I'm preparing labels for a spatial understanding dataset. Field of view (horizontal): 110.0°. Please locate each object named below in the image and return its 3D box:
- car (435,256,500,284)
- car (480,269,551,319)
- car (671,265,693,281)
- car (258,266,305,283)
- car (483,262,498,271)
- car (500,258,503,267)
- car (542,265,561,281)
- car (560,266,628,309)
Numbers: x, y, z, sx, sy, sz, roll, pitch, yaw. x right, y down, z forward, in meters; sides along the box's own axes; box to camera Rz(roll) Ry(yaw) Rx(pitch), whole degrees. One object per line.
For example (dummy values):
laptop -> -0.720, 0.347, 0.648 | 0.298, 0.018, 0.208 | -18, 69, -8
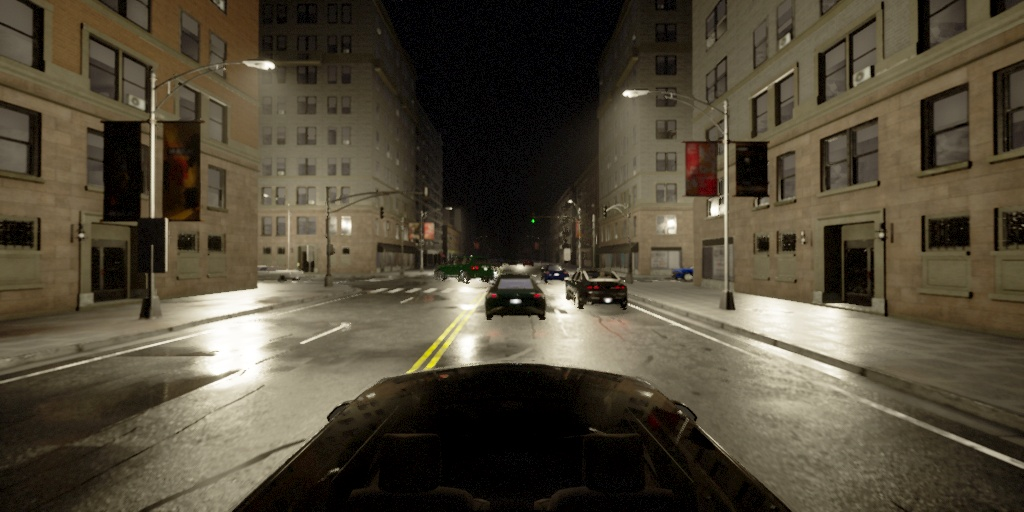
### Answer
car -> -3.814, 1.046, 28.125 | 2.150, 2.045, 5.566 | 2, -2, -44
car -> 0.118, 1.347, 12.880 | 1.994, 1.385, 4.181 | 0, 0, 0
car -> 16.467, 1.367, 31.131 | 5.008, 1.535, 1.882 | 0, 0, 1
car -> -19.121, 1.406, 28.401 | 4.718, 1.301, 1.895 | 0, 0, 3
car -> -3.217, 1.508, 53.866 | 1.895, 1.301, 4.718 | 0, 0, 0
car -> -3.132, 1.499, 63.900 | 1.994, 1.385, 4.181 | 0, 0, 0
car -> 3.400, 1.397, 29.228 | 1.994, 1.385, 4.181 | 0, 0, 0
car -> 3.377, 1.294, 15.020 | 1.837, 1.490, 4.892 | 0, 0, 0
